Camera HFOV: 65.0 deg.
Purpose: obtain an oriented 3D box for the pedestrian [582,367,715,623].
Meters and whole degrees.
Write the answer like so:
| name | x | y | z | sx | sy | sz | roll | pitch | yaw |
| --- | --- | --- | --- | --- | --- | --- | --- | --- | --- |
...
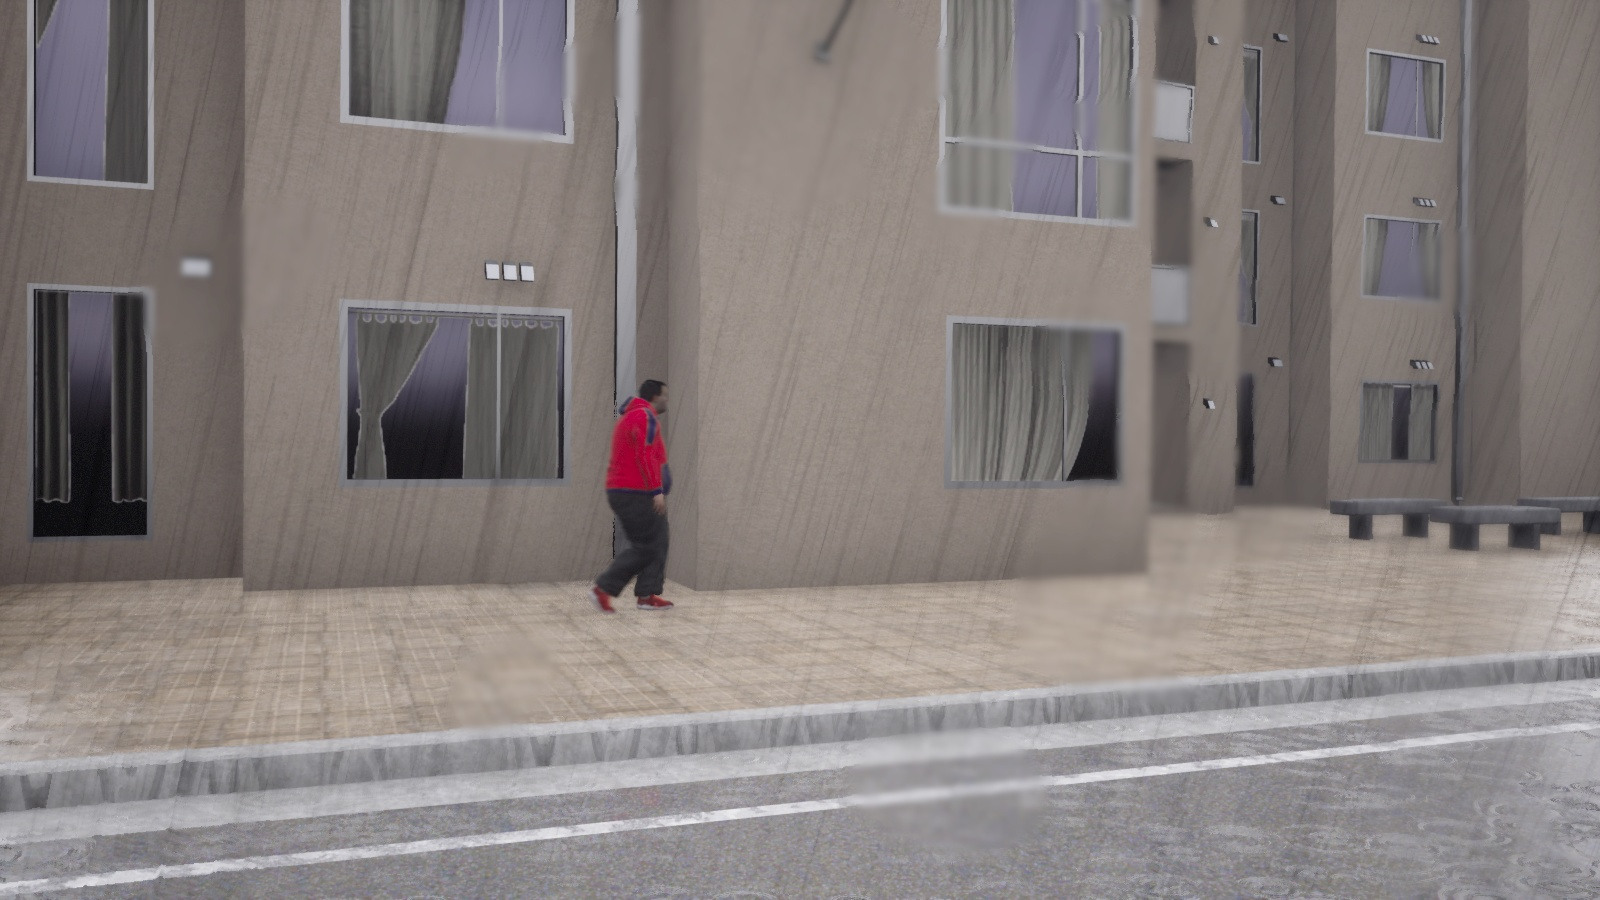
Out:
| name | x | y | z | sx | sy | sz | roll | pitch | yaw |
| --- | --- | --- | --- | --- | --- | --- | --- | --- | --- |
| pedestrian | -1.146 | 0.315 | 9.444 | 0.899 | 1.844 | 0.634 | -1 | 1 | -14 |
